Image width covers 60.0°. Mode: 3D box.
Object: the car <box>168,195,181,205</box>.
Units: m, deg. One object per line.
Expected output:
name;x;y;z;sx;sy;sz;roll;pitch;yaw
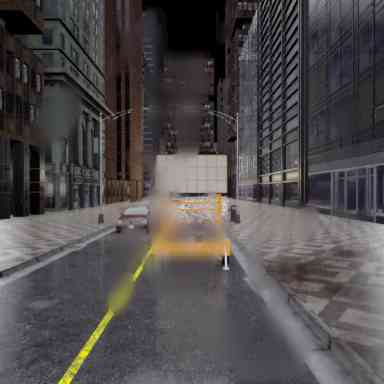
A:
car;-3.065;1.353;58.157;2.097;1.767;4.553;0;0;0

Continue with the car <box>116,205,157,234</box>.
car;-3.120;1.525;19.382;1.812;1.442;4.674;0;0;0

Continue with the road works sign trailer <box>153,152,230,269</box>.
road works sign trailer;-0.007;0.464;11.069;2.380;3.560;2.880;0;0;0
